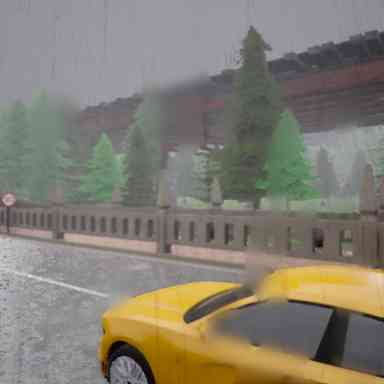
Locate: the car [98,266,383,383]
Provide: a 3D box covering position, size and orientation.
[{"bbox_3d":[1.213,1.485,3.127,5.008,1.535,1.882,0,0,35],"label":"car"}]
